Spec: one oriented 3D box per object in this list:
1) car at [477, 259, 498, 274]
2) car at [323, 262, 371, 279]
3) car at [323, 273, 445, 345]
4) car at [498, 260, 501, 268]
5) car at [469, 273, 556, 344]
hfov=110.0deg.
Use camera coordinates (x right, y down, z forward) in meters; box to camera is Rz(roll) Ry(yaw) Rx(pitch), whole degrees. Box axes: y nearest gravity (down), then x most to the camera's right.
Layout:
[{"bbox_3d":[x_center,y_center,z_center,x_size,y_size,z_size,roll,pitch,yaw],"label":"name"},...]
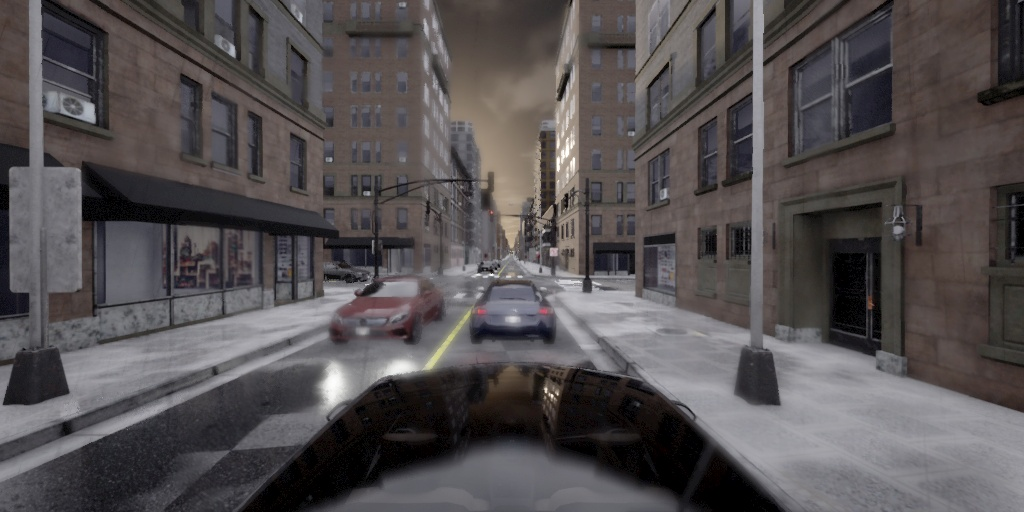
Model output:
[{"bbox_3d":[-3.067,1.300,43.031,1.837,1.490,4.892,0,0,0],"label":"car"},{"bbox_3d":[-12.100,1.138,24.675,4.674,1.442,1.812,1,0,5],"label":"car"},{"bbox_3d":[-3.016,1.275,9.643,1.812,1.442,4.674,0,0,1],"label":"car"},{"bbox_3d":[-3.061,1.360,52.854,2.033,1.411,5.357,0,0,0],"label":"car"},{"bbox_3d":[0.016,1.314,9.587,1.994,1.385,4.181,0,0,0],"label":"car"}]
